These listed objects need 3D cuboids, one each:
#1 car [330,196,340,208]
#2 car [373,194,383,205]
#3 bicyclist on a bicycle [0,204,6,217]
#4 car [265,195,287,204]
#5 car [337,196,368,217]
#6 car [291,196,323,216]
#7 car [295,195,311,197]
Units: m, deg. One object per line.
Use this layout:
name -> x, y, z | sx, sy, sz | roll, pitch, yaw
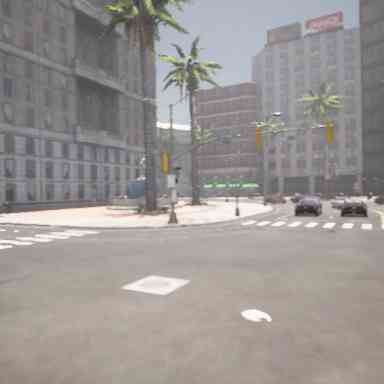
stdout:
car -> 16.187, 1.128, 35.464 | 1.895, 1.301, 4.718 | -1, 0, 12
car -> 23.838, 0.919, 40.447 | 1.994, 1.385, 4.181 | -1, 0, 4
bicyclist on a bicycle -> -17.855, 1.517, 30.448 | 0.582, 1.620, 1.656 | -1, 1, 29
car -> 12.425, 1.102, 49.903 | 1.994, 1.385, 4.181 | -1, 0, -15
car -> 13.059, 1.227, 26.849 | 1.895, 1.301, 4.718 | -1, 0, 26
car -> 9.984, 1.280, 28.434 | 1.895, 1.301, 4.718 | -1, 0, 26
car -> 12.911, 1.111, 36.859 | 1.812, 1.442, 4.674 | -1, 0, 11
